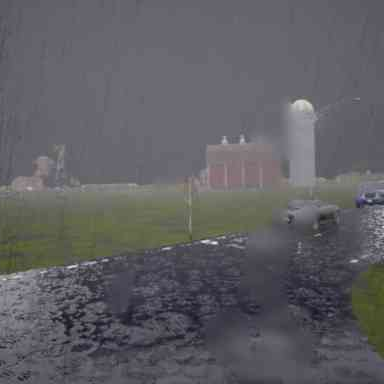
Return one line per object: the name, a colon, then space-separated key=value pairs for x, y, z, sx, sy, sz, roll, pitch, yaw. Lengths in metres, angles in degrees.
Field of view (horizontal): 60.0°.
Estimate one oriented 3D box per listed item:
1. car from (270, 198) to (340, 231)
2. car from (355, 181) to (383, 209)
car: x=5.538 y=0.987 z=16.141 sx=1.994 sy=1.385 sz=4.181 roll=-1 pitch=2 yaw=45
car: x=14.225 y=0.172 z=25.381 sx=2.150 sy=2.045 sz=5.566 roll=-1 pitch=1 yaw=41
